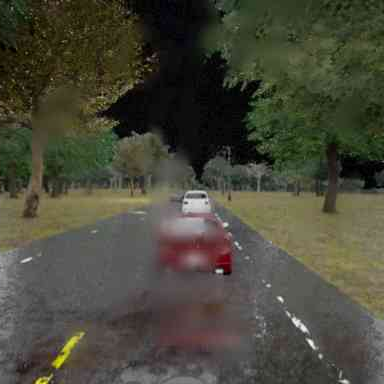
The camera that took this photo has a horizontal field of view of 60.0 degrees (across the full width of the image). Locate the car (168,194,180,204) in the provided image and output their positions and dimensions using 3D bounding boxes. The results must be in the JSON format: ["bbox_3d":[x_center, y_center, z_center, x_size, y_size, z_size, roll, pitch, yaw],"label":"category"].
[{"bbox_3d":[-2.523,1.054,51.390,2.033,1.411,5.357,0,1,2],"label":"car"}]

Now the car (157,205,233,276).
[{"bbox_3d":[0.101,1.373,10.061,1.882,1.535,5.008,0,1,1],"label":"car"}]

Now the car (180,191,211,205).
[{"bbox_3d":[0.411,0.946,27.757,2.150,2.045,5.566,0,1,2],"label":"car"}]
